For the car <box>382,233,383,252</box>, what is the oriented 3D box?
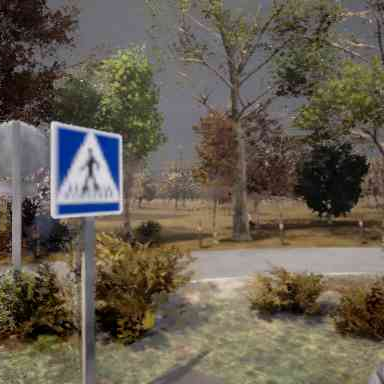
[{"bbox_3d":[7.588,1.034,8.431,4.892,1.490,1.837,-4,-3,20],"label":"car"}]
